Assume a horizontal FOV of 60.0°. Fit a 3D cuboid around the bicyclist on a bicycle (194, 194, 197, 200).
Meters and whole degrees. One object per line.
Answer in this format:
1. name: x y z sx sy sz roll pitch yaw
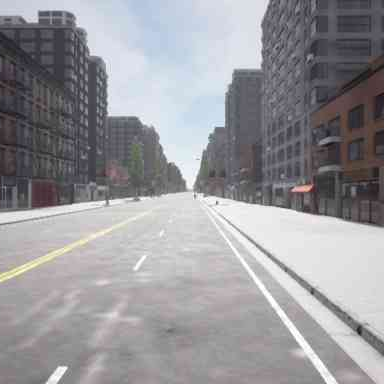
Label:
1. bicyclist on a bicycle: 0.918 1.434 90.243 0.866 1.612 1.509 2 1 0
